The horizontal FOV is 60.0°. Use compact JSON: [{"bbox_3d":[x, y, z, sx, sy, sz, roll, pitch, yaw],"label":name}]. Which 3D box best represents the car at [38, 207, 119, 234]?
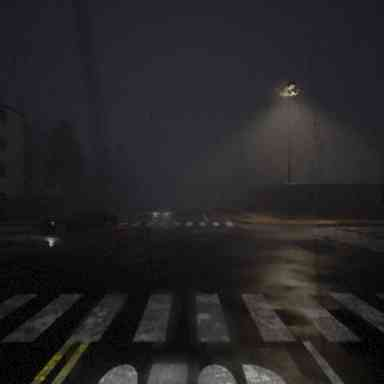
[{"bbox_3d":[-7.009,1.741,21.013,1.882,1.535,5.008,3,2,43],"label":"car"}]

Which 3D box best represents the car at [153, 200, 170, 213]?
[{"bbox_3d":[-4.108,1.933,45.345,1.837,1.490,4.892,0,1,0],"label":"car"}]
